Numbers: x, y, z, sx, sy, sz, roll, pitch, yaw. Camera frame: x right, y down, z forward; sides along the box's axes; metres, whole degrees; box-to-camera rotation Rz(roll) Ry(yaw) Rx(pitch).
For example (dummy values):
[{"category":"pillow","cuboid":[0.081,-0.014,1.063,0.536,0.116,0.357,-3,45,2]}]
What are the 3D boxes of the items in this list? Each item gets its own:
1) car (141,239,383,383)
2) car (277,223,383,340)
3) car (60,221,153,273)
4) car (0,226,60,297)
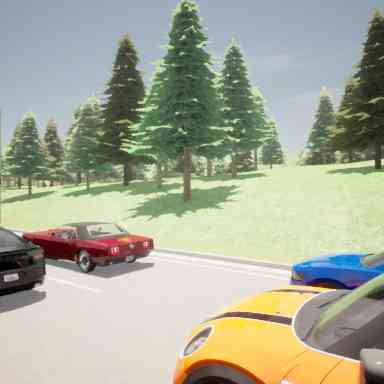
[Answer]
[{"category":"car","cuboid":[2.024,1.352,2.544,4.553,1.767,2.097,0,0,36]},{"category":"car","cuboid":[4.120,1.478,5.346,5.008,1.535,1.882,0,0,36]},{"category":"car","cuboid":[-3.555,1.601,10.736,4.718,1.301,1.895,0,0,36]},{"category":"car","cuboid":[-5.443,1.478,7.782,5.008,1.535,1.882,0,0,36]}]
